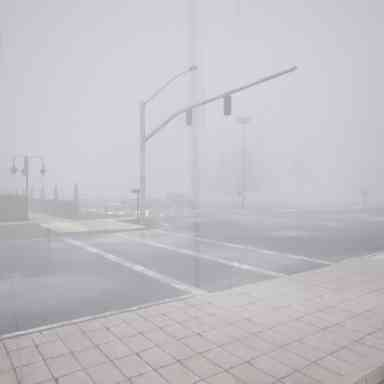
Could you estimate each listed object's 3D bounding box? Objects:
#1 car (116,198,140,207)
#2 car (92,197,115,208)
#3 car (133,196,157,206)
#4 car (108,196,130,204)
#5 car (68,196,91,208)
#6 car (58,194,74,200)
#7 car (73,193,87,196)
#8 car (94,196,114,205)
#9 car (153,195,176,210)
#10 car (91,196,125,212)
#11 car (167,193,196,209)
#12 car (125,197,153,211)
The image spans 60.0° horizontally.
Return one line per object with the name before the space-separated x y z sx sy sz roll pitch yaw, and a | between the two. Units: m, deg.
car | -9.968 1.601 51.414 1.895 1.301 4.718 0 0 -36
car | -13.404 1.505 50.189 1.837 1.490 4.892 0 0 -36
car | -7.718 1.505 54.276 1.837 1.490 4.892 0 0 -36
car | -13.883 1.547 62.788 2.033 1.411 5.357 0 0 -36
car | -15.484 1.601 47.099 1.895 1.301 4.718 0 0 -36
car | -21.594 1.505 55.508 1.837 1.490 4.892 0 0 -36
car | -19.693 1.221 58.855 2.150 2.045 5.566 0 0 -36
car | -15.814 1.505 59.472 1.837 1.490 4.892 0 0 -36
car | -4.551 1.505 43.991 1.837 1.490 4.892 0 0 -36
car | -10.077 1.526 39.694 1.812 1.442 4.674 0 0 -36
car | -1.732 1.221 46.069 2.150 2.045 5.566 0 0 -36
car | -7.496 1.547 42.092 2.033 1.411 5.357 0 0 -36
